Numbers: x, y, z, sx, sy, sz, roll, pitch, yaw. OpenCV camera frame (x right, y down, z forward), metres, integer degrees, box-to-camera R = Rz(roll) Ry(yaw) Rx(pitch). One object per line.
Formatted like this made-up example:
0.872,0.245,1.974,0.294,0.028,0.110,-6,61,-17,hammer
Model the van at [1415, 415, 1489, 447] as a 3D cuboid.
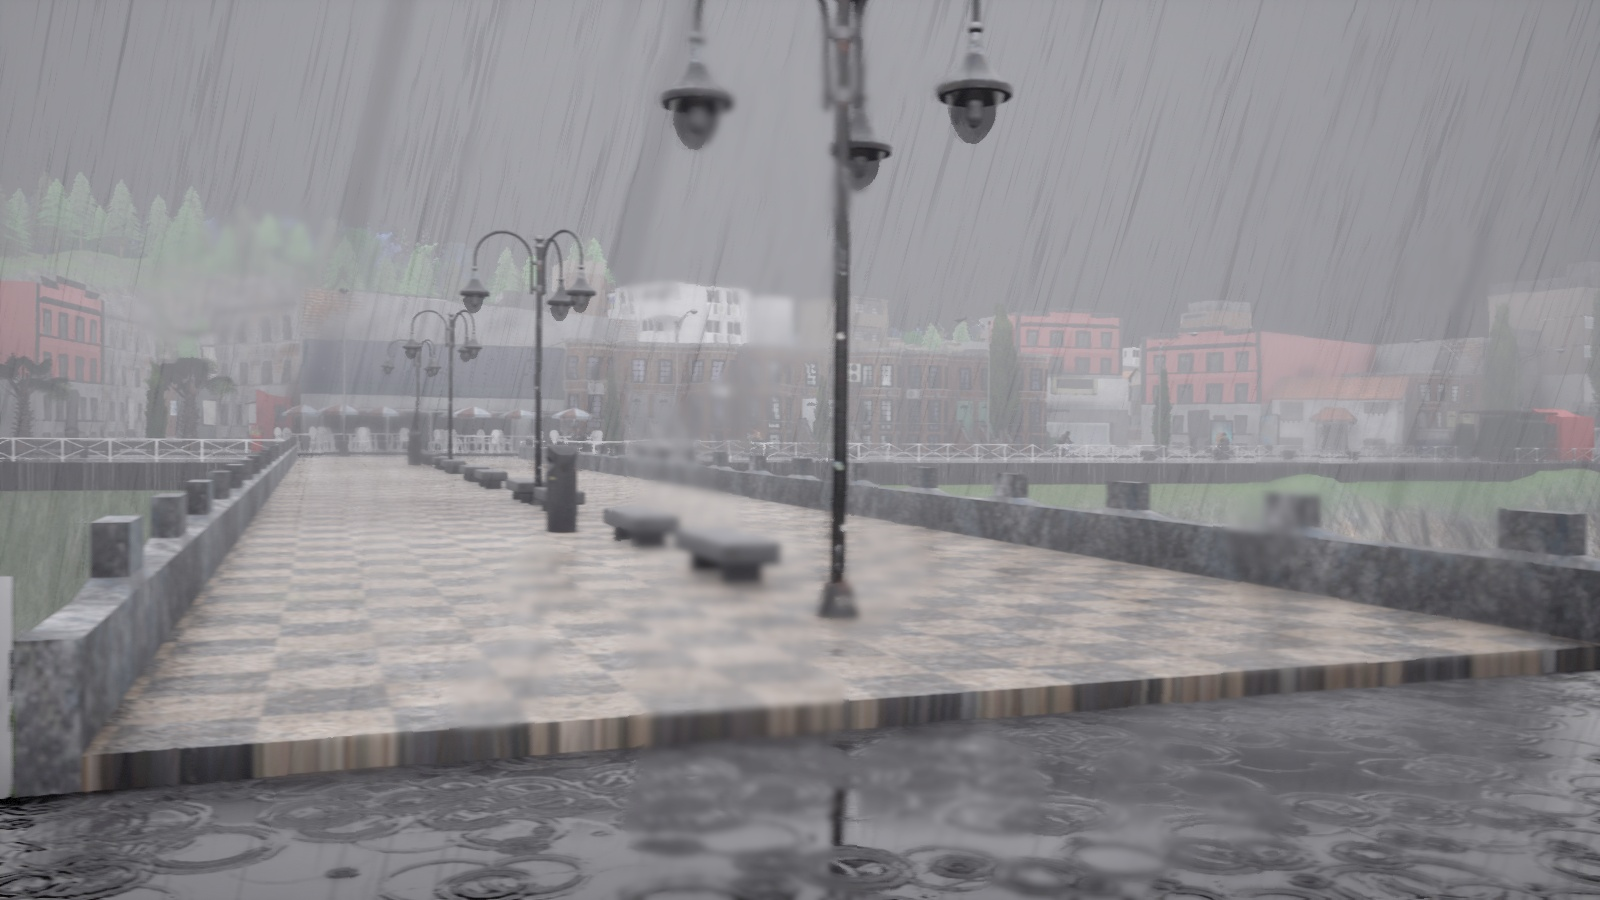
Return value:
42.362,-1.235,81.568,4.442,1.987,1.775,-1,1,-21,van
